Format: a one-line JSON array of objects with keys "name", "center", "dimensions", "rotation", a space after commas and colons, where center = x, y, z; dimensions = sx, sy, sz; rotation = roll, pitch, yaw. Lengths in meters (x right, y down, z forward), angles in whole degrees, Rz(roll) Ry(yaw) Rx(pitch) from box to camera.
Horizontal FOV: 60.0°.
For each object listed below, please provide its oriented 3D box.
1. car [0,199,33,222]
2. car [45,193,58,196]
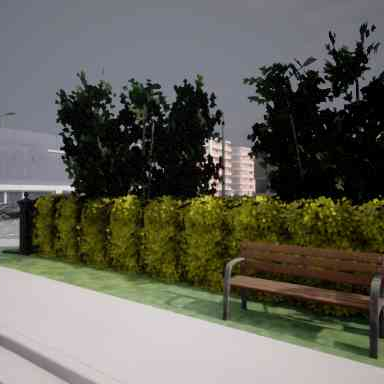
[{"name": "car", "center": [-13.841, 1.551, 26.337], "dimensions": [1.994, 1.385, 4.181], "rotation": [0, 0, 35]}, {"name": "car", "center": [-15.236, 1.167, 36.874], "dimensions": [2.150, 2.045, 5.566], "rotation": [0, 0, 36]}]
